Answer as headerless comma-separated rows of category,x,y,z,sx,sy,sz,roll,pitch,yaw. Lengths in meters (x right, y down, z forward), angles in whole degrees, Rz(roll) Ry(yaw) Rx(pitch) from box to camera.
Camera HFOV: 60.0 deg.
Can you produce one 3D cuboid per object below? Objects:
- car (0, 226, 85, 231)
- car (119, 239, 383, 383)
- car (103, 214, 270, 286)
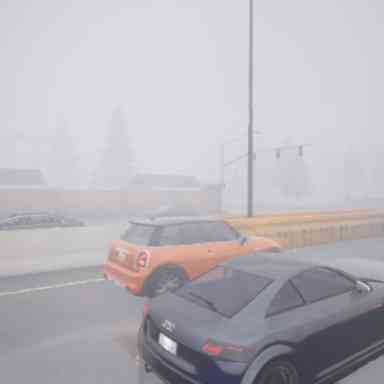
car,-6.405,1.504,12.318,4.902,1.511,2.128,0,0,-36
car,1.365,1.589,4.715,4.181,1.385,1.994,1,0,-36
car,0.256,1.386,8.230,4.553,1.767,2.097,0,0,-36
